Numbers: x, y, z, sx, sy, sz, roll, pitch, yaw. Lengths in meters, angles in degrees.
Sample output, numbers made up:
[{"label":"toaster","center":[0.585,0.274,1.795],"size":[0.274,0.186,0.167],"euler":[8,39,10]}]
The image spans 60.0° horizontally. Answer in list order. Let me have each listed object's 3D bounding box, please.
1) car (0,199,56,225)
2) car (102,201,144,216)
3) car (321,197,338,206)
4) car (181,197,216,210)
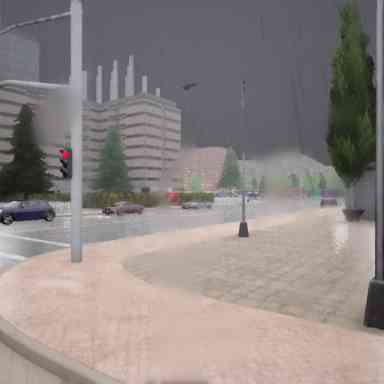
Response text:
[{"label":"car","center":[-12.505,1.352,24.388],"size":[2.097,1.767,4.553],"euler":[0,0,36]},{"label":"car","center":[-6.662,1.564,32.439],"size":[1.994,1.385,4.181],"euler":[0,0,36]},{"label":"car","center":[22.243,1.526,54.001],"size":[1.812,1.442,4.674],"euler":[0,0,36]},{"label":"car","center":[0.615,1.601,42.427],"size":[1.895,1.301,4.718],"euler":[0,0,36]}]
